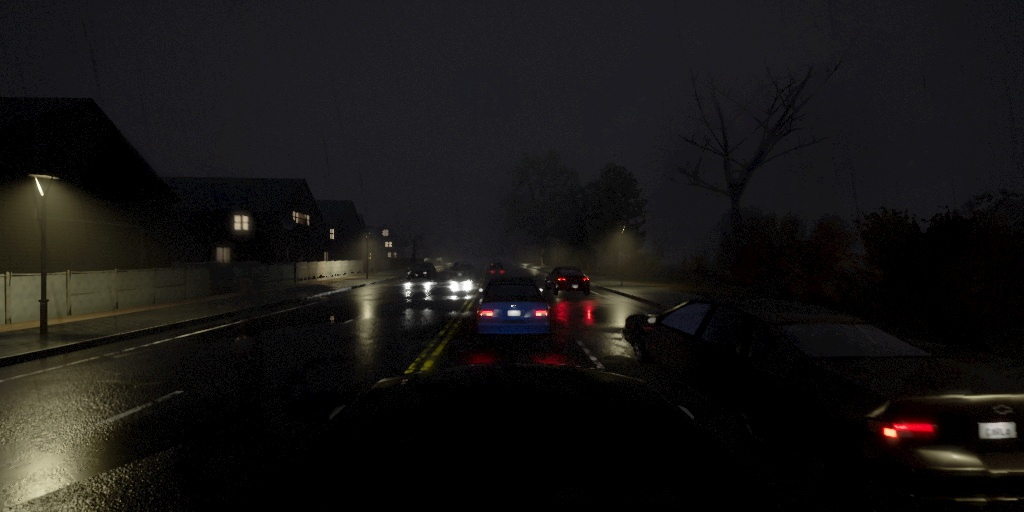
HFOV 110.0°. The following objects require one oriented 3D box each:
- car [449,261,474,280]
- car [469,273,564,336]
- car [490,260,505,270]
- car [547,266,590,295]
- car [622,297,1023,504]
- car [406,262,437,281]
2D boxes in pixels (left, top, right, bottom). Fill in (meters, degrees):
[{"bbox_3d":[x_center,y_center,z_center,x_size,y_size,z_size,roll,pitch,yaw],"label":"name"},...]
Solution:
[{"bbox_3d":[-4.326,1.235,31.224,2.128,1.511,4.902,0,0,-3],"label":"car"},{"bbox_3d":[-0.016,1.299,10.352,2.033,1.411,5.357,0,0,-1],"label":"car"},{"bbox_3d":[-2.188,1.262,51.724,1.812,1.442,4.674,0,0,-3],"label":"car"},{"bbox_3d":[2.953,1.279,19.529,1.812,1.442,4.674,0,0,-2],"label":"car"},{"bbox_3d":[3.346,1.299,5.081,2.033,1.411,5.357,0,0,-3],"label":"car"},{"bbox_3d":[-7.516,1.245,30.107,1.837,1.490,4.892,0,0,-3],"label":"car"}]
